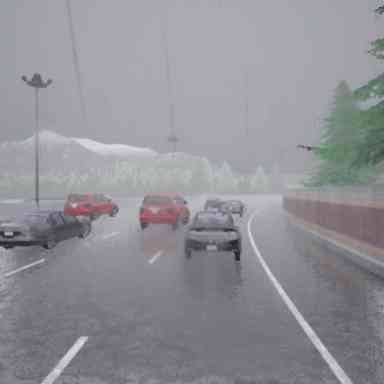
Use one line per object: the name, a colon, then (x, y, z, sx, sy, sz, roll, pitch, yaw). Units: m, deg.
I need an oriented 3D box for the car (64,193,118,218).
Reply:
car: (-7.793, 1.102, 26.033, 2.150, 2.045, 5.566, 0, 0, 11)

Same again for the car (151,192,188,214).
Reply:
car: (-2.202, 1.079, 34.774, 2.150, 2.045, 5.566, 0, 0, 15)

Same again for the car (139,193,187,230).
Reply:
car: (-1.609, 1.138, 20.670, 2.150, 2.045, 5.566, 0, 1, 9)

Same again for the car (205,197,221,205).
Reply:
car: (2.853, 1.353, 39.573, 1.837, 1.490, 4.892, 0, 0, 17)

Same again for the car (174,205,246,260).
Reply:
car: (0.829, 1.444, 12.336, 2.128, 1.511, 4.902, 0, 0, 6)

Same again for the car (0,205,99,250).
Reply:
car: (-6.068, 1.479, 14.029, 2.033, 1.411, 5.357, 0, 0, 6)

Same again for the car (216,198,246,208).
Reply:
car: (3.873, 1.435, 30.408, 2.033, 1.411, 5.357, 0, 0, 14)
